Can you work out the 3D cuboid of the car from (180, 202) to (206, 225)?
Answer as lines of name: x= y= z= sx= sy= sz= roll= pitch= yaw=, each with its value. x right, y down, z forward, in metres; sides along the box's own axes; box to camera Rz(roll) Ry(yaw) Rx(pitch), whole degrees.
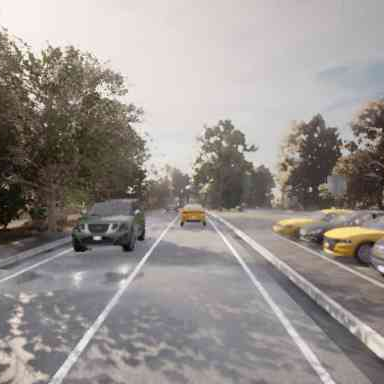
car: x=0.097 y=1.746 z=26.677 sx=1.882 sy=1.535 sz=5.008 roll=0 pitch=-1 yaw=0

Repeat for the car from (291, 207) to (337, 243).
car: x=7.088 y=1.537 z=14.078 sx=4.892 sy=1.521 sz=2.231 roll=0 pitch=0 yaw=0

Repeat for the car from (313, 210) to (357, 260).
car: x=7.088 y=1.515 z=11.306 sx=5.008 sy=1.535 sz=2.097 roll=0 pitch=0 yaw=0

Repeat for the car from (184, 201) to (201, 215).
car: x=0.090 y=2.080 z=43.575 sx=2.097 sy=1.767 sz=4.553 roll=0 pitch=-2 yaw=0

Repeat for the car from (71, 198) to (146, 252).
car: x=-3.351 y=1.302 z=14.530 sx=2.150 sy=2.045 sz=5.566 roll=0 pitch=-1 yaw=0

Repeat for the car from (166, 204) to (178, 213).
car: x=-3.317 y=2.664 z=55.399 sx=2.128 sy=1.511 sz=4.902 roll=0 pitch=-2 yaw=0

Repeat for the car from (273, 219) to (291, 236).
car: x=6.899 y=1.561 z=16.847 sx=5.366 sy=1.575 sz=1.946 roll=0 pitch=0 yaw=0

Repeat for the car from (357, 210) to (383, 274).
car: x=7.111 y=1.378 z=8.530 sx=4.553 sy=1.767 sz=2.185 roll=0 pitch=0 yaw=0
